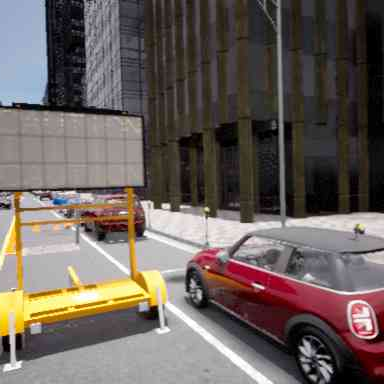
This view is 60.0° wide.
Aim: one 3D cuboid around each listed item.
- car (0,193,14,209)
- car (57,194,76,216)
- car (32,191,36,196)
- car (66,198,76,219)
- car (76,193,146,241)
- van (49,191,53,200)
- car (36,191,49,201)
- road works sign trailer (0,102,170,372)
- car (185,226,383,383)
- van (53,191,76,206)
[{"bbox_3d":[-21.508,1.204,37.602,2.033,1.411,5.357,-2,2,-26],"label":"car"},{"bbox_3d":[-8.735,1.150,25.254,2.008,1.369,4.403,-2,2,-27],"label":"car"},{"bbox_3d":[-38.653,0.546,84.288,2.008,1.369,4.403,-2,2,-27],"label":"car"},{"bbox_3d":[-6.194,1.219,20.243,1.947,1.339,4.313,-2,2,-27],"label":"car"},{"bbox_3d":[-3.662,1.021,15.225,2.192,1.841,5.009,-2,2,-27],"label":"car"},{"bbox_3d":[-13.821,0.835,35.272,1.690,1.788,3.998,-2,2,-27],"label":"van"},{"bbox_3d":[-26.521,0.550,60.330,2.192,1.841,5.009,-2,2,-27],"label":"car"},{"bbox_3d":[-2.000,0.361,5.771,2.380,3.560,2.880,-2,2,-27],"label":"road works sign trailer"},{"bbox_3d":[1.422,1.254,5.205,1.967,1.590,4.097,-2,2,-27],"label":"car"},{"bbox_3d":[-11.281,0.888,30.261,1.690,1.788,3.998,-2,2,-27],"label":"van"}]
